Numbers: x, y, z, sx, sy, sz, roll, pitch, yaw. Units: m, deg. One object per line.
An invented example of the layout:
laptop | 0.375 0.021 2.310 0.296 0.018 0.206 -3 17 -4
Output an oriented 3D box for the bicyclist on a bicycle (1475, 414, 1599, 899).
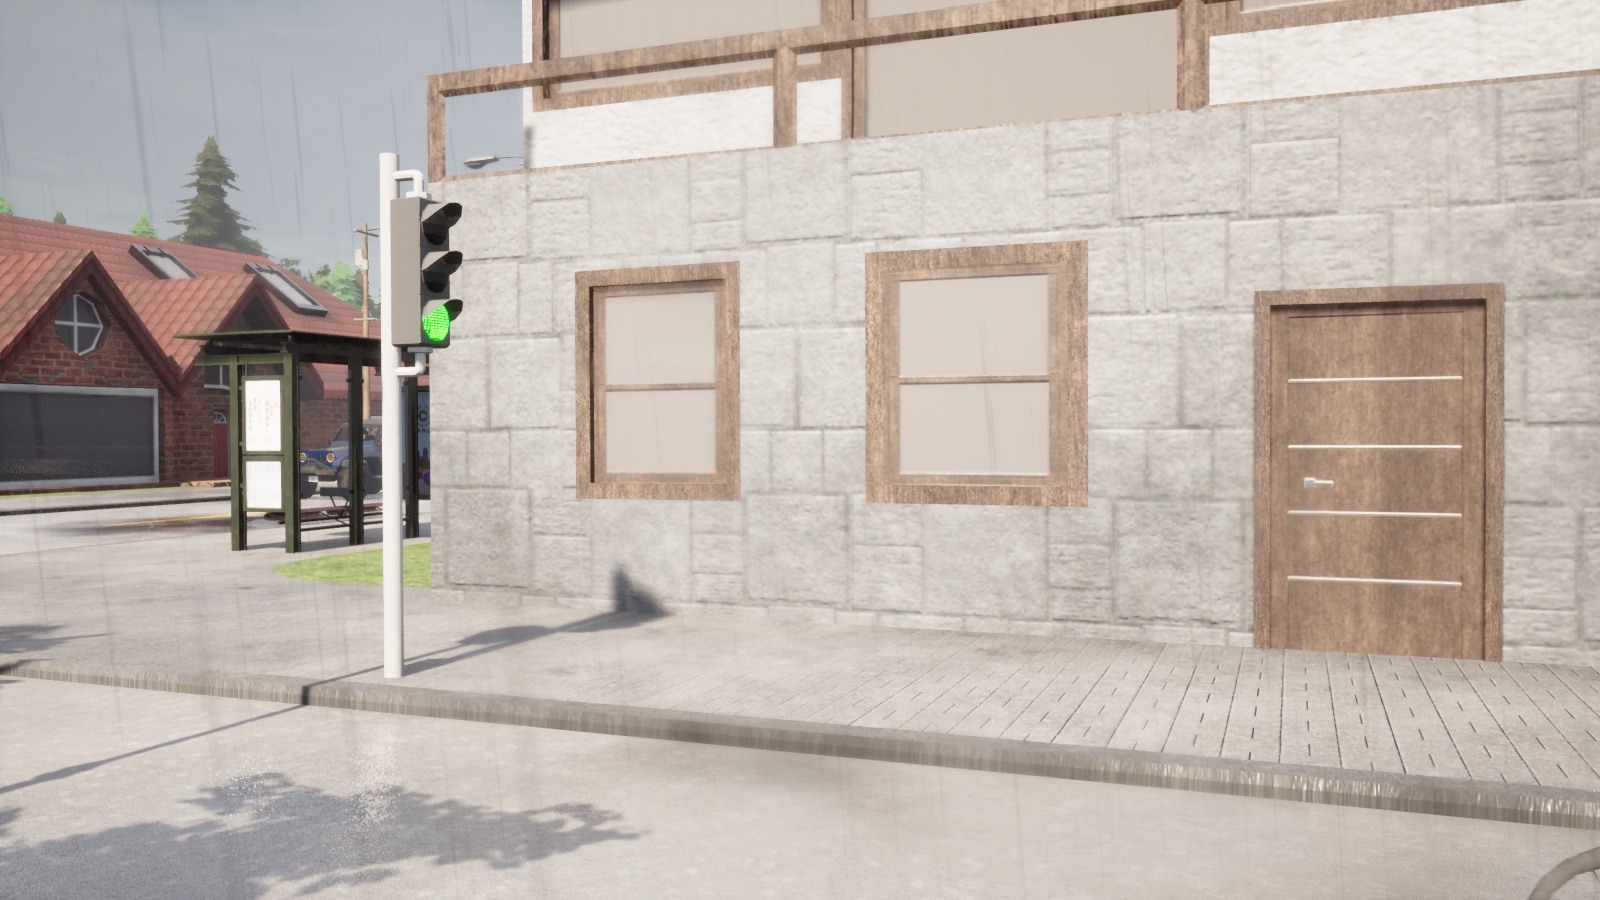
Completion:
bicyclist on a bicycle | 2.497 0.725 2.940 1.509 1.612 0.866 0 1 21
